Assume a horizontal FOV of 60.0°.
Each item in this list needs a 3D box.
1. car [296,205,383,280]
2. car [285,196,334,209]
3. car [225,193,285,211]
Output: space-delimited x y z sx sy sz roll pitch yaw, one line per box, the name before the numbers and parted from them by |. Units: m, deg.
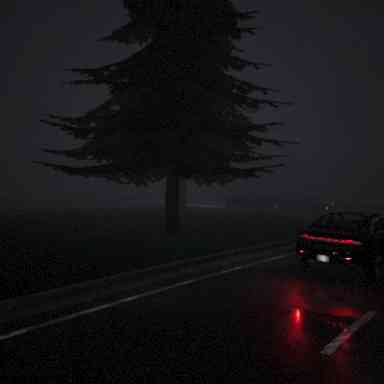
car | 4.728 1.306 9.492 2.128 1.511 4.902 2 2 44
car | 9.986 0.974 29.624 1.895 1.301 4.718 0 2 -36
car | 5.202 0.802 29.342 4.902 1.511 2.128 2 2 42
